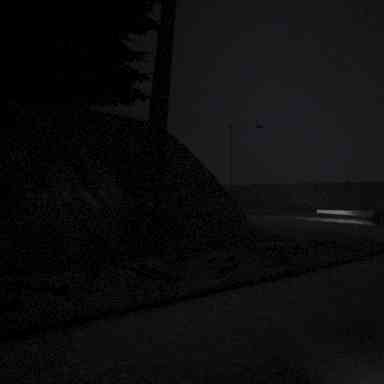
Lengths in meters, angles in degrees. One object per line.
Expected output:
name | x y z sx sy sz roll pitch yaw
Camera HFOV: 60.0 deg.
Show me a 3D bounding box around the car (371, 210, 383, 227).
car | 13.879 1.558 21.100 2.128 1.511 4.902 1 0 -24
